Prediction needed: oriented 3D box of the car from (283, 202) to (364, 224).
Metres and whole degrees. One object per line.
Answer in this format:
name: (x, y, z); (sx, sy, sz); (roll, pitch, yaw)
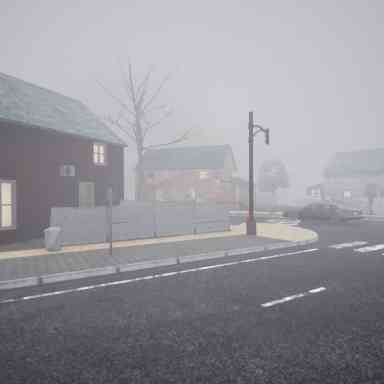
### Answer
car: (9.341, 1.449, 23.981); (5.357, 1.411, 2.033); (0, 0, 42)
